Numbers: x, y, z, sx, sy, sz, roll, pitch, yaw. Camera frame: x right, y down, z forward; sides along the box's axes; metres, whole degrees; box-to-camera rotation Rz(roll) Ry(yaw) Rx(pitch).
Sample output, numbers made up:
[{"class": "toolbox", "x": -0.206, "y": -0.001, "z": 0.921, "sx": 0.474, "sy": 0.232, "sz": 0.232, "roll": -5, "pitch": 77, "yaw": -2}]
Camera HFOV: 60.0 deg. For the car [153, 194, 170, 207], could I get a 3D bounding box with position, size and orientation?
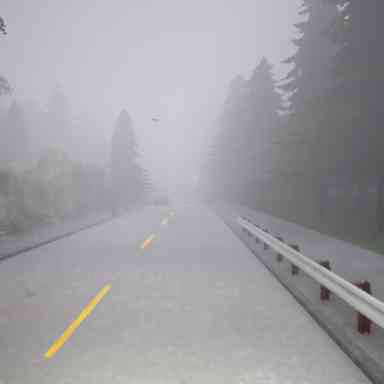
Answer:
[{"class": "car", "x": -3.952, "y": 1.061, "z": 43.898, "sx": 1.882, "sy": 1.535, "sz": 5.008, "roll": 0, "pitch": 0, "yaw": 0}]
